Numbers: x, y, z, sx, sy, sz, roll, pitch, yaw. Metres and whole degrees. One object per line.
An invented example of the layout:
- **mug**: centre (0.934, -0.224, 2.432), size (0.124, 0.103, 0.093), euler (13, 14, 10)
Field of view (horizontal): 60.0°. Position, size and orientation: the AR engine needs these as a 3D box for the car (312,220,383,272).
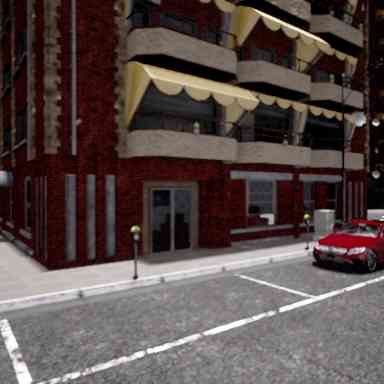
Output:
- **car**: centre (5.638, 1.564, 10.647), size (4.206, 1.307, 1.802), euler (0, 0, -36)
